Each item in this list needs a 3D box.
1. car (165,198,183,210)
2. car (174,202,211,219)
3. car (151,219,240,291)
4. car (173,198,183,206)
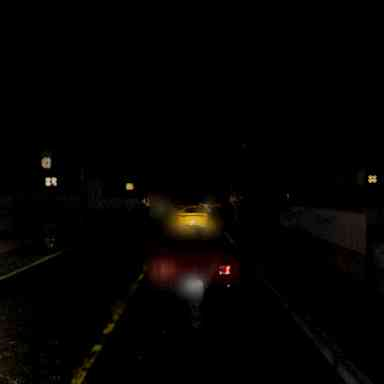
[{"bbox_3d":[-2.931,1.844,50.311,2.128,1.511,4.902,0,-1,0],"label":"car"},{"bbox_3d":[0.216,1.604,21.559,1.882,1.535,5.008,0,0,4],"label":"car"},{"bbox_3d":[0.081,1.651,9.117,1.895,1.301,4.718,0,0,0],"label":"car"},{"bbox_3d":[-2.876,2.054,68.516,1.812,1.442,4.674,0,-1,0],"label":"car"}]
